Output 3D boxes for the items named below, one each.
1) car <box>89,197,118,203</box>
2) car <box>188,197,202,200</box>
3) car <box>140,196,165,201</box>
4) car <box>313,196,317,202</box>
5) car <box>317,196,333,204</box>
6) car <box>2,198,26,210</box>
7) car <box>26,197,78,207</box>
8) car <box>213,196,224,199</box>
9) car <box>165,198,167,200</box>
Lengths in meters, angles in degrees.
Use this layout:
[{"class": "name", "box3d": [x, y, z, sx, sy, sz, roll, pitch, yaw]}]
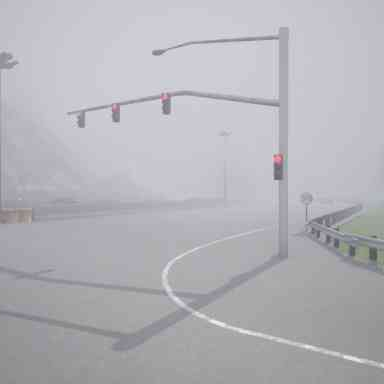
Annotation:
[{"class": "car", "box3d": [-14.158, 1.520, 53.168, 1.895, 1.301, 4.718, 0, 0, 32]}, {"class": "car", "box3d": [0.618, 1.507, 57.656, 1.994, 1.385, 4.181, 0, 0, 27]}, {"class": "car", "box3d": [-6.317, 1.542, 45.928, 1.895, 1.301, 4.718, 0, 0, 32]}, {"class": "car", "box3d": [28.111, 1.520, 72.920, 2.033, 1.411, 5.357, 0, 0, 7]}, {"class": "car", "box3d": [25.561, 1.549, 63.331, 1.994, 1.385, 4.181, 0, 0, 16]}, {"class": "car", "box3d": [-22.320, 1.441, 40.285, 1.812, 1.442, 4.674, 0, 0, 32]}, {"class": "car", "box3d": [-13.894, 1.289, 33.977, 2.097, 1.767, 4.553, 0, 0, 32]}, {"class": "car", "box3d": [5.839, 1.536, 69.984, 1.895, 1.301, 4.718, 0, 0, 18]}, {"class": "car", "box3d": [-6.886, 1.468, 65.986, 2.033, 1.411, 5.357, 0, 0, 24]}]
